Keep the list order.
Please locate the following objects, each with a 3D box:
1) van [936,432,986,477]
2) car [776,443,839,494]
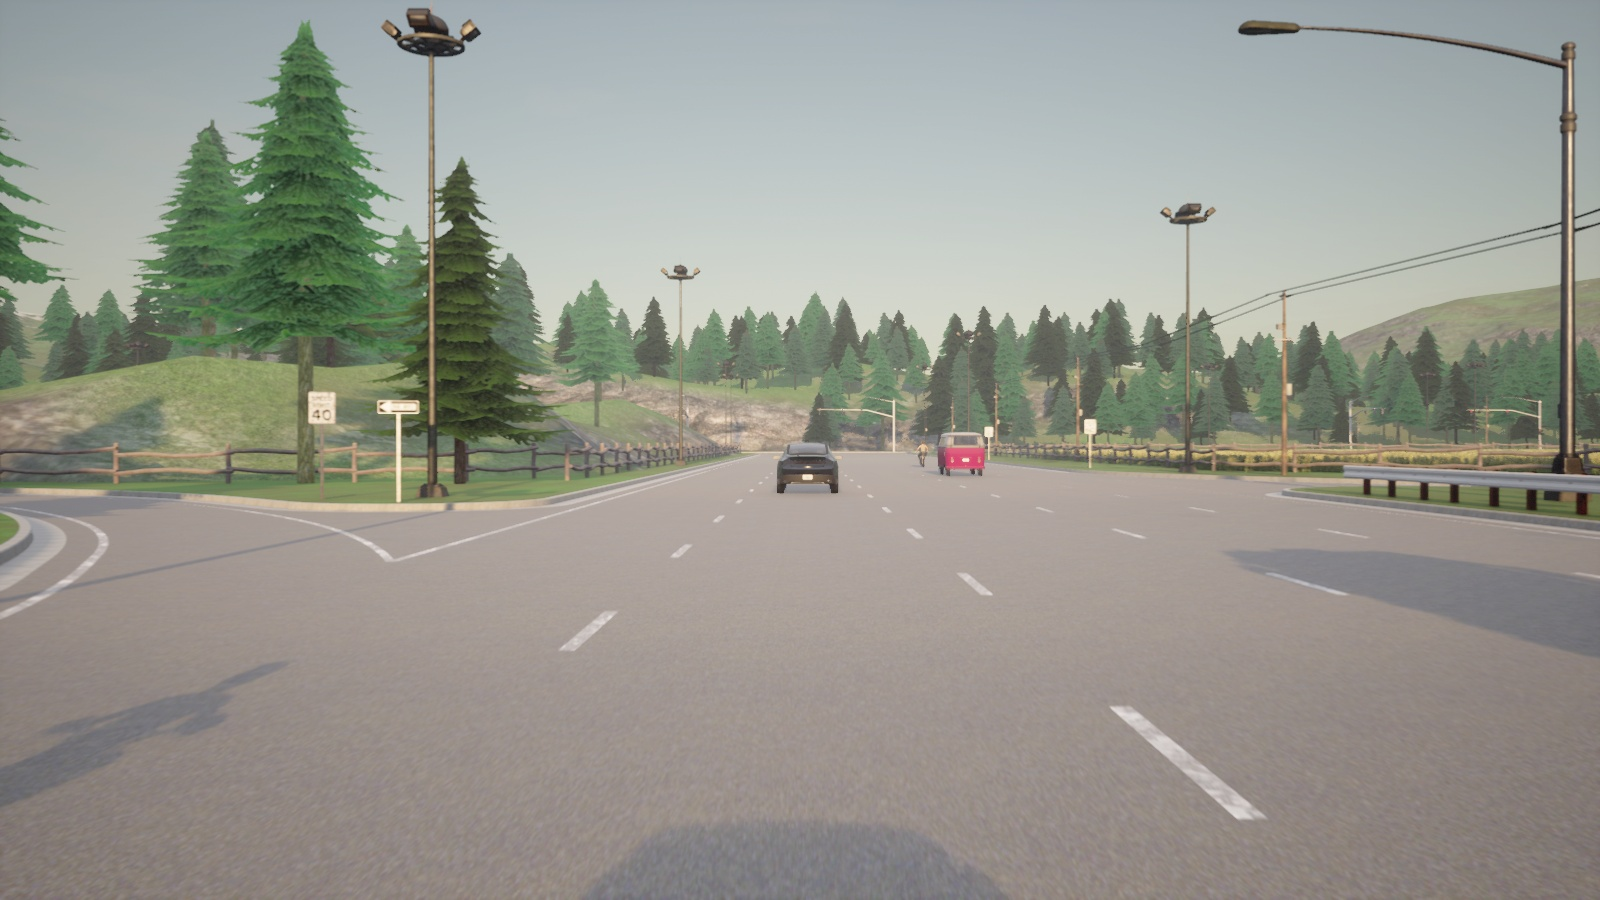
[{"bbox_3d":[7.341,0.180,57.582,1.775,1.987,4.442,0,0,0],"label":"van"},{"bbox_3d":[0.234,0.532,38.764,1.837,1.490,4.892,0,0,0],"label":"car"}]
